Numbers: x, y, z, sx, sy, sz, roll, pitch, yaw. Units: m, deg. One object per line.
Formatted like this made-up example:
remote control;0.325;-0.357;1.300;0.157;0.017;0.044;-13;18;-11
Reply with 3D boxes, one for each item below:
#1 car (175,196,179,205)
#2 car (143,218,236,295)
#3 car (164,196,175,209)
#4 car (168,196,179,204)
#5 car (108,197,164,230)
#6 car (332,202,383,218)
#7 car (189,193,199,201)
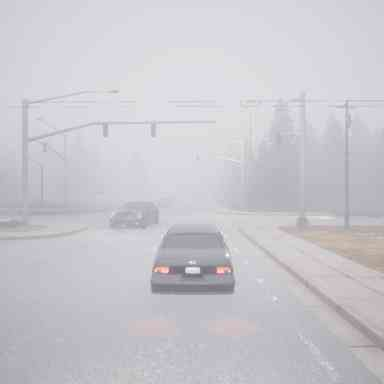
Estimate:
car;-3.665;1.491;54.674;2.128;1.511;4.902;0;0;0
car;0.035;1.545;8.896;2.033;1.411;5.357;0;0;1
car;-3.674;1.505;45.022;1.837;1.490;4.892;0;0;0
car;-3.562;1.504;64.552;1.837;1.490;4.892;0;0;1
car;-3.550;1.354;21.067;2.097;1.767;4.553;0;0;9
car;14.692;1.591;29.555;4.181;1.385;1.994;0;0;1
car;0.414;1.225;80.395;2.150;2.045;5.566;0;0;2
